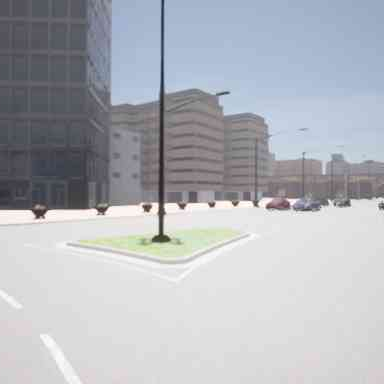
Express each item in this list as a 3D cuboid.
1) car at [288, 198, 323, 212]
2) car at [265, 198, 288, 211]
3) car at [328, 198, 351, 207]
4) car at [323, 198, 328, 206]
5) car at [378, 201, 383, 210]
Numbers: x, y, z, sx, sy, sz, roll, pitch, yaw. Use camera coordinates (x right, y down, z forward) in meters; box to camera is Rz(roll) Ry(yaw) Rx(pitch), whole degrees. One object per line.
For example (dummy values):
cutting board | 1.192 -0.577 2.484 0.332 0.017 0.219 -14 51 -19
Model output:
car | 13.962 1.470 40.598 2.097 1.767 4.553 0 0 38
car | 11.107 1.575 42.629 1.882 1.535 5.008 0 0 38
car | 24.329 1.692 53.956 2.128 1.511 4.902 0 0 38
car | 21.762 1.708 56.341 1.812 1.442 4.674 0 0 38
car | 27.222 1.821 46.120 1.895 1.301 4.718 0 0 38
